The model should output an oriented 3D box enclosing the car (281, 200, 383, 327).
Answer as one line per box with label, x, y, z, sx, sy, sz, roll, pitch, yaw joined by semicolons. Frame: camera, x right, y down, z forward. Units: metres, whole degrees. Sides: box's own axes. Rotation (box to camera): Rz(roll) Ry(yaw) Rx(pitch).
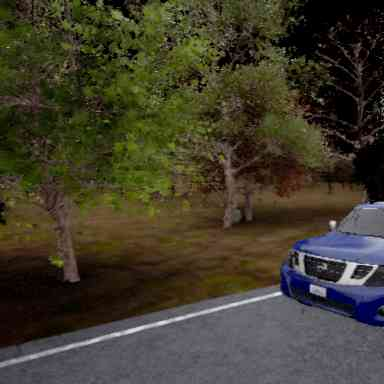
car;4.317;1.188;6.690;5.566;2.045;2.150;0;0;-32
